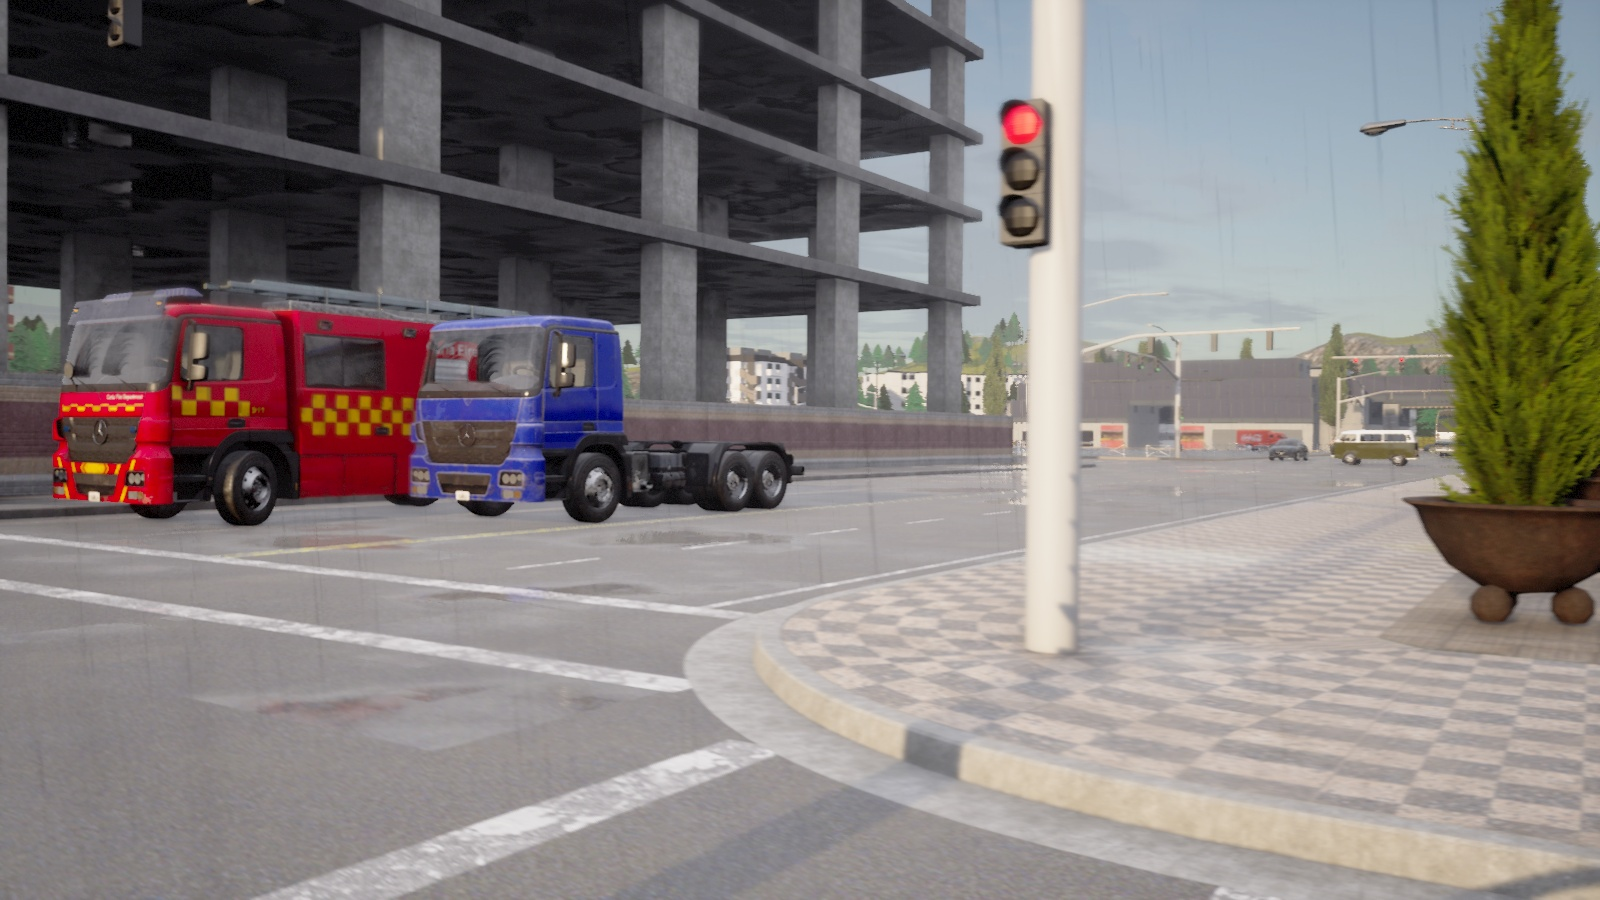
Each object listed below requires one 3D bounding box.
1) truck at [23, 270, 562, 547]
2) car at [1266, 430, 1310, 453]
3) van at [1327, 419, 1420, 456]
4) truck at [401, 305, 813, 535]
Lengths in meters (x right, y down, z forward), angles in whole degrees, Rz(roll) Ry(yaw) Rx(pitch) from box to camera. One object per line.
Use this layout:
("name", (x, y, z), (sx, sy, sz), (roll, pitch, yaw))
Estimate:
("truck", (-8.175, -0.635, 21.710), (2.891, 3.827, 8.468), (0, 1, 33))
("car", (33.281, -0.600, 85.620), (1.837, 1.490, 4.892), (0, 1, 33))
("van", (32.245, -0.714, 70.630), (4.480, 2.038, 2.069), (0, 1, 32))
("truck", (-3.128, -0.511, 23.066), (2.891, 3.462, 7.936), (0, 1, 33))
